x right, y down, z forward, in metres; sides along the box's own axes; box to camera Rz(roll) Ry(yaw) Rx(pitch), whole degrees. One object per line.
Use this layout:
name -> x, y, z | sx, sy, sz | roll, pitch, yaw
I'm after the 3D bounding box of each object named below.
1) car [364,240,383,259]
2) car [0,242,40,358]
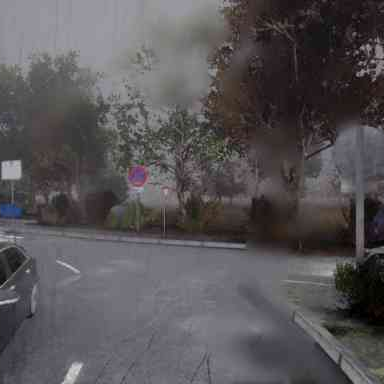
car -> 6.149, 1.495, 7.733 | 1.994, 1.385, 4.181 | 0, -1, -43
car -> -3.355, 1.505, 4.434 | 1.837, 1.490, 4.892 | 3, -1, -14
